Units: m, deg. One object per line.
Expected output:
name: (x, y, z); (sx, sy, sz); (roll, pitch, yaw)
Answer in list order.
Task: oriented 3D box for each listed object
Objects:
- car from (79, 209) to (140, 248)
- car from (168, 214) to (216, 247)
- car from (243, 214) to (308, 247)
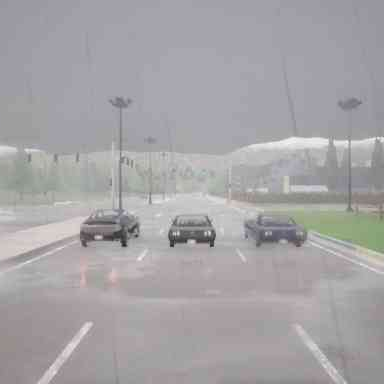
car: (-3.500, 1.493, 14.890); (2.128, 1.511, 4.902); (0, 0, 0)
car: (0.000, 1.614, 14.920); (1.895, 1.301, 4.718); (0, 0, 0)
car: (3.500, 1.614, 14.920); (1.895, 1.301, 4.718); (0, 0, 0)
